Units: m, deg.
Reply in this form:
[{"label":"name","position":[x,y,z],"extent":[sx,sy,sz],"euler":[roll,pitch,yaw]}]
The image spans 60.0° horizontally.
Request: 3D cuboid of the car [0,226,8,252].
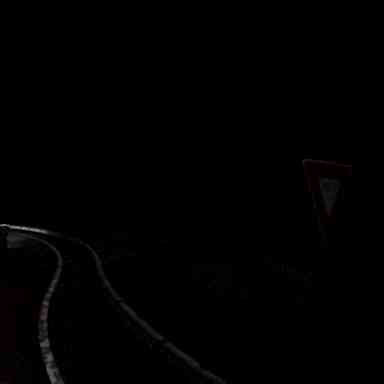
[{"label":"car","position":[-6.762,1.453,9.985],"extent":[1.895,1.301,4.718],"euler":[2,0,-23]}]
